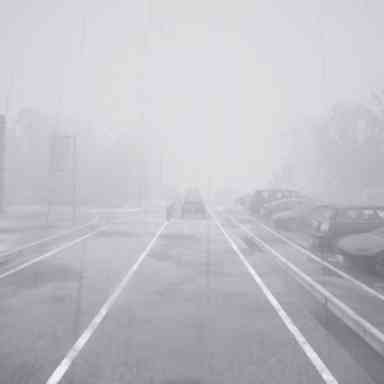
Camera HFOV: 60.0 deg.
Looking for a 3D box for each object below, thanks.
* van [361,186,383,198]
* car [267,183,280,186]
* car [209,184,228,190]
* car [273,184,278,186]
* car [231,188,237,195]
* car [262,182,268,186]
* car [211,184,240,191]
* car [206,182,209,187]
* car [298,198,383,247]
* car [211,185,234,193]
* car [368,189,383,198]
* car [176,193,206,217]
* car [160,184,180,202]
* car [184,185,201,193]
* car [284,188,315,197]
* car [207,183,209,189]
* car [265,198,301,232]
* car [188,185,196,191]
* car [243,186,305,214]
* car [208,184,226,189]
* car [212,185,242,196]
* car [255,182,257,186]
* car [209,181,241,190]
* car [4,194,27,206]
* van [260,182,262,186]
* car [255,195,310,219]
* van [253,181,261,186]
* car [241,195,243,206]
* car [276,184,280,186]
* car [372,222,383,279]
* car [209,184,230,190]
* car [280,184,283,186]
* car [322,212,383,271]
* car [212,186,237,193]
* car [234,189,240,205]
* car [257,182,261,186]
[{"bbox_3d":[19.764,0.381,34.343,4.442,1.987,1.878,-1,2,0],"label":"van"},{"bbox_3d":[19.757,-0.543,72.391,5.366,1.575,1.946,0,3,0],"label":"car"},{"bbox_3d":[6.995,-1.362,89.142,4.892,1.521,2.231,0,3,0],"label":"car"},{"bbox_3d":[19.917,-0.360,69.625,4.674,1.452,2.002,0,3,0],"label":"car"},{"bbox_3d":[6.781,0.640,34.389,4.792,1.488,2.163,0,2,1],"label":"car"},{"bbox_3d":[20.017,-1.072,77.909,5.566,2.045,2.435,0,3,0],"label":"car"},{"bbox_3d":[6.823,-0.257,66.972,5.008,1.535,2.097,0,3,0],"label":"car"},{"bbox_3d":[6.771,-1.109,83.729,5.366,1.575,1.946,0,3,0],"label":"car"},{"bbox_3d":[6.576,1.253,12.106,4.553,1.767,2.185,0,1,1],"label":"car"},{"bbox_3d":[6.893,-0.679,75.290,4.892,1.521,2.231,0,3,0],"label":"car"},{"bbox_3d":[19.869,0.760,31.682,4.674,1.452,2.002,0,2,1],"label":"car"},{"bbox_3d":[0.098,1.090,26.304,2.128,1.511,4.902,0,1,0],"label":"car"},{"bbox_3d":[-3.341,0.238,48.397,2.150,2.045,5.566,0,3,0],"label":"car"},{"bbox_3d":[0.095,0.371,45.331,2.150,2.045,5.566,0,2,0],"label":"car"},{"bbox_3d":[19.847,0.015,61.447,5.008,1.535,2.097,0,3,0],"label":"car"},{"bbox_3d":[6.724,-0.823,78.063,5.366,1.575,1.946,0,3,0],"label":"car"},{"bbox_3d":[6.629,1.275,17.690,4.792,1.488,2.163,0,1,1],"label":"car"},{"bbox_3d":[0.019,-0.957,81.102,1.812,1.442,4.674,0,3,0],"label":"car"},{"bbox_3d":[6.737,0.816,23.245,5.566,2.045,2.435,0,2,1],"label":"car"},{"bbox_3d":[7.077,-1.575,94.690,4.792,1.488,2.163,0,2,0],"label":"car"},{"bbox_3d":[6.765,-0.087,64.201,4.792,1.488,2.163,0,3,0],"label":"car"},{"bbox_3d":[20.109,-1.333,88.983,4.792,1.488,2.163,0,3,0],"label":"car"},{"bbox_3d":[6.869,-0.649,69.731,5.566,2.045,2.435,0,3,0],"label":"car"},{"bbox_3d":[-23.296,0.997,42.683,4.902,1.511,2.128,0,-1,27],"label":"car"},{"bbox_3d":[20.152,-1.331,83.566,4.442,1.987,1.878,0,3,0],"label":"van"},{"bbox_3d":[6.677,1.163,20.467,4.892,1.521,2.231,0,2,1],"label":"car"},{"bbox_3d":[19.995,-1.710,91.722,4.442,1.987,1.878,0,3,0],"label":"van"},{"bbox_3d":[6.729,0.964,26.046,5.008,1.535,2.097,0,2,1],"label":"car"},{"bbox_3d":[19.867,-0.230,66.858,4.792,1.488,2.163,0,3,0],"label":"car"},{"bbox_3d":[6.585,1.507,6.535,4.792,1.488,2.163,0,1,1],"label":"car"},{"bbox_3d":[7.164,-1.237,86.376,5.366,1.575,1.946,0,3,0],"label":"car"},{"bbox_3d":[19.906,-0.251,64.208,4.553,1.767,2.185,0,3,0],"label":"car"},{"bbox_3d":[6.552,1.462,9.322,4.792,1.488,2.163,0,1,1],"label":"car"},{"bbox_3d":[7.049,-0.542,72.515,5.366,1.575,1.946,0,3,0],"label":"car"},{"bbox_3d":[6.815,0.760,31.608,4.792,1.488,2.163,0,2,1],"label":"car"},{"bbox_3d":[20.087,-1.211,86.347,4.792,1.488,2.163,0,3,0],"label":"car"}]
